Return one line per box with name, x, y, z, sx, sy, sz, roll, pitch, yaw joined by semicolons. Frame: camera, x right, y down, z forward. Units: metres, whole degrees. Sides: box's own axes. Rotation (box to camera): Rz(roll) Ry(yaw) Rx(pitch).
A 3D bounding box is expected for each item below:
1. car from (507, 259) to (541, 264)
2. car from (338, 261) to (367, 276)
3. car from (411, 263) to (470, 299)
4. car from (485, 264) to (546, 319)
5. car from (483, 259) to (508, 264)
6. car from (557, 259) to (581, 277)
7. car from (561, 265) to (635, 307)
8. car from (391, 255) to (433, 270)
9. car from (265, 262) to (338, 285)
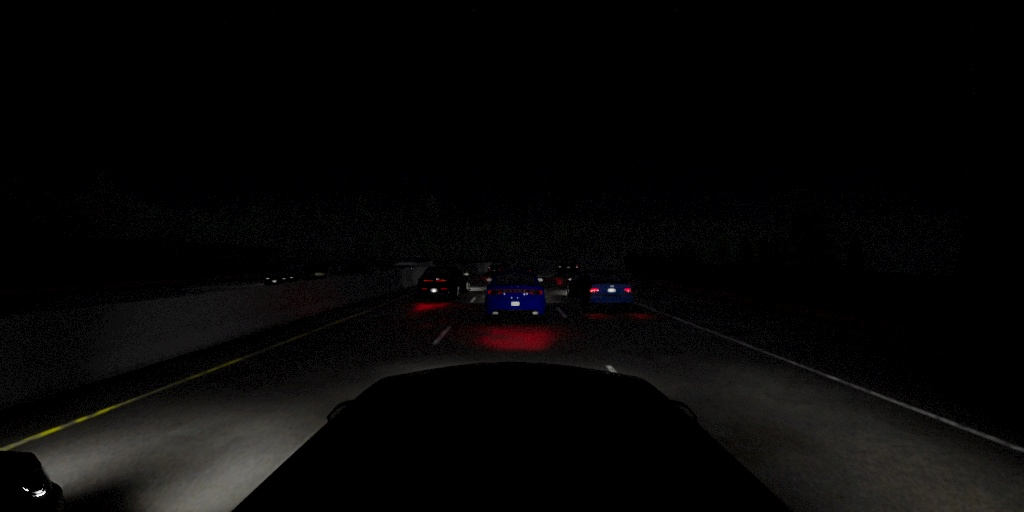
car;1.230;1.262;31.004;2.033;1.411;5.357;0;0;9
car;-16.000;1.232;34.601;2.128;1.511;4.902;0;0;9
car;-3.333;1.243;18.015;1.837;1.490;4.892;0;0;1
car;0.105;1.220;12.807;1.882;1.535;5.008;0;0;0
car;-1.170;1.237;36.875;1.812;1.442;4.674;0;0;12
car;5.617;1.050;35.069;2.097;1.767;4.553;0;0;12
car;3.611;1.288;15.463;2.033;1.411;5.357;0;0;0
car;-9.147;0.951;33.493;2.150;2.045;5.566;0;0;10
car;-13.745;1.243;23.391;1.837;1.490;4.892;0;0;4
